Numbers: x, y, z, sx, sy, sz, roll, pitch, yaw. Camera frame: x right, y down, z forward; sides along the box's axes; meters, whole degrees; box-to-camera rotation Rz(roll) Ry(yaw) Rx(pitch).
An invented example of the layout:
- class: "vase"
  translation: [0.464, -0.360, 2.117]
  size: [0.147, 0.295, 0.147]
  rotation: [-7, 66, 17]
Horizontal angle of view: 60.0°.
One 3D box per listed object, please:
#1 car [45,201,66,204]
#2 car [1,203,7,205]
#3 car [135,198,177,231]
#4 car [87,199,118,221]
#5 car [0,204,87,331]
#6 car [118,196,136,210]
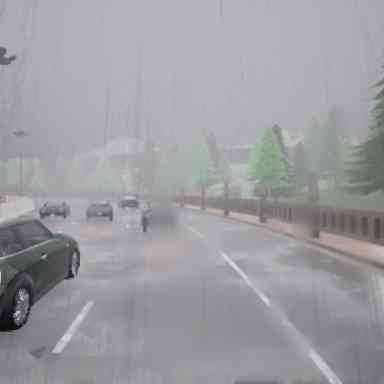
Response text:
- class: "car"
  translation: [-10.919, 1.399, 26.762]
  size: [1.895, 1.301, 4.718]
  rotation: [0, 1, -16]
- class: "car"
  translation: [-25.605, 1.056, 43.903]
  size: [2.097, 1.767, 4.553]
  rotation: [-1, 1, -28]
- class: "car"
  translation: [-2.032, 1.320, 19.307]
  size: [2.128, 1.511, 4.902]
  rotation: [0, 1, -11]
- class: "car"
  translation: [-6.956, 1.286, 25.293]
  size: [2.128, 1.511, 4.902]
  rotation: [0, 1, -14]
- class: "car"
  translation: [-3.869, 1.304, 6.858]
  size: [2.097, 1.767, 4.553]
  rotation: [0, 1, -4]
- class: "car"
  translation: [-7.303, 1.157, 37.852]
  size: [1.882, 1.535, 5.008]
  rotation: [0, 1, -20]
